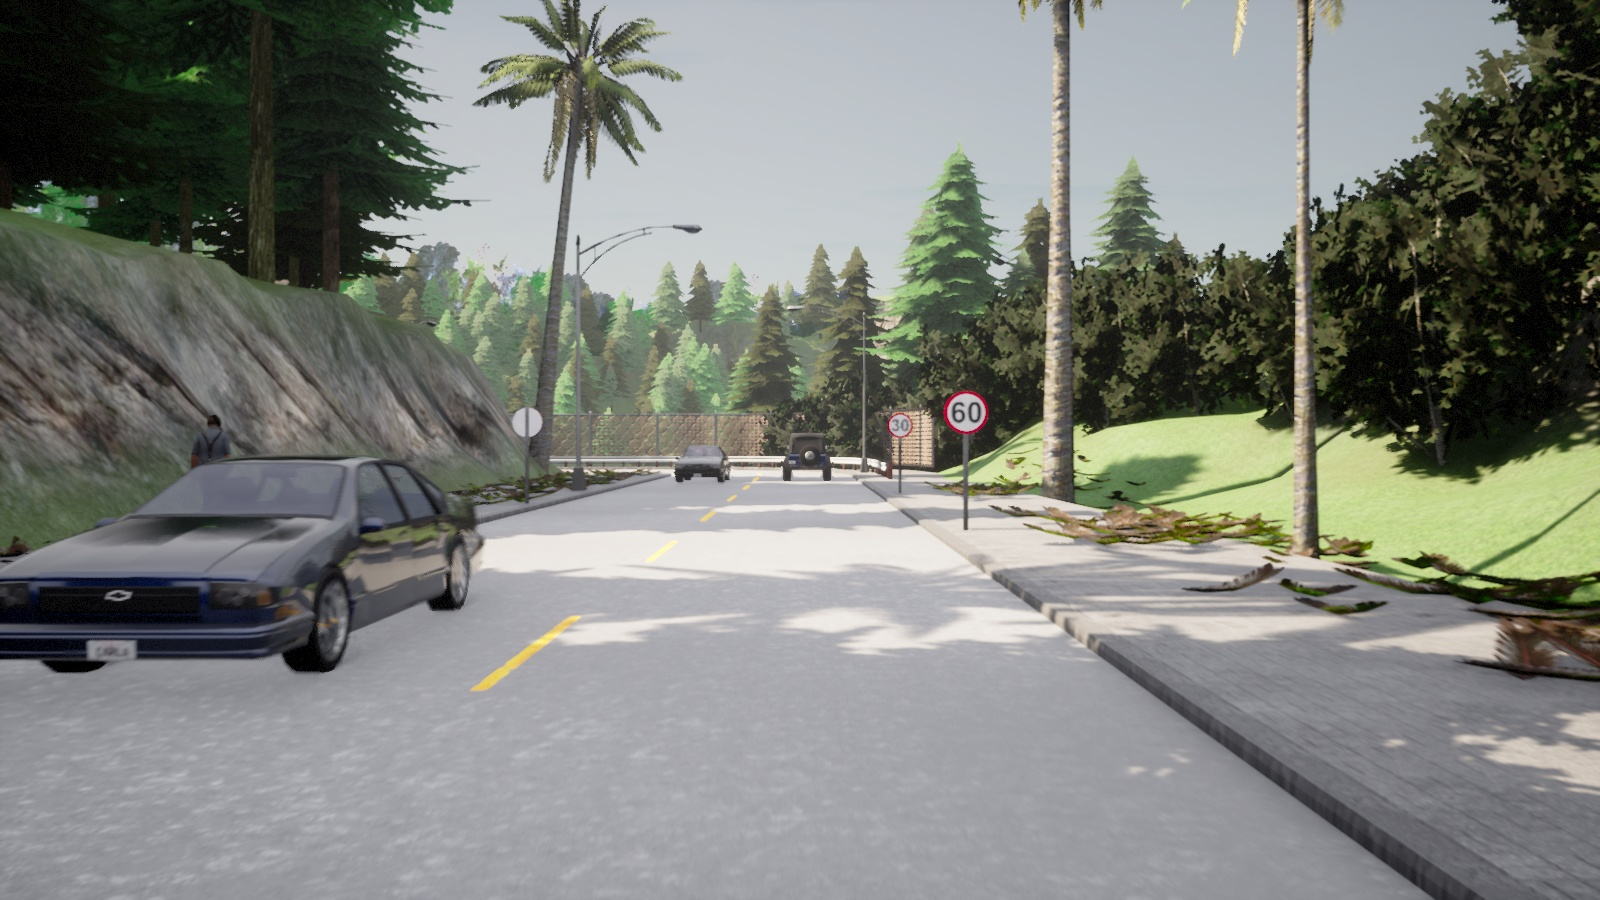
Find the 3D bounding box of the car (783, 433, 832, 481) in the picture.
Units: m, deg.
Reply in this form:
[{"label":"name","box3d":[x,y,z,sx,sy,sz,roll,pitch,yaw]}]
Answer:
[{"label":"car","box3d":[0.291,0.257,50.714,1.905,1.878,3.866,0,0,0]}]

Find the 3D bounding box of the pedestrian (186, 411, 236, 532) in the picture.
[{"label":"pedestrian","box3d":[-9.189,0.328,19.607,0.540,1.848,0.694,0,0,-11]}]

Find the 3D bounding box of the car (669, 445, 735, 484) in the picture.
[{"label":"car","box3d":[-3.709,0.519,48.311,2.033,1.411,5.357,0,0,1]}]

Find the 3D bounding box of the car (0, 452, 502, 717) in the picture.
[{"label":"car","box3d":[-3.932,0.737,9.547,2.033,1.411,5.357,0,0,0]}]
